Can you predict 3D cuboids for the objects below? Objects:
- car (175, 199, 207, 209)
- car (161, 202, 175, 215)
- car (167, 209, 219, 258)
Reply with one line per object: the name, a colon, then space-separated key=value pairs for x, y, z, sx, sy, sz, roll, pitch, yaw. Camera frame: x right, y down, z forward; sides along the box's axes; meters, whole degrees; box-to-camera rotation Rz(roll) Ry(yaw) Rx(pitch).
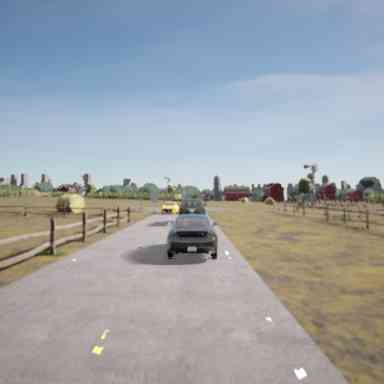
car: x=0.017 y=1.555 z=27.597 sx=2.150 sy=2.045 sz=5.566 roll=0 pitch=0 yaw=0
car: x=-2.768 y=1.995 z=41.842 sx=1.882 sy=1.535 sz=5.008 roll=0 pitch=-1 yaw=0
car: x=0.026 y=1.664 z=13.513 sx=1.837 sy=1.490 sz=4.892 roll=0 pitch=0 yaw=1
